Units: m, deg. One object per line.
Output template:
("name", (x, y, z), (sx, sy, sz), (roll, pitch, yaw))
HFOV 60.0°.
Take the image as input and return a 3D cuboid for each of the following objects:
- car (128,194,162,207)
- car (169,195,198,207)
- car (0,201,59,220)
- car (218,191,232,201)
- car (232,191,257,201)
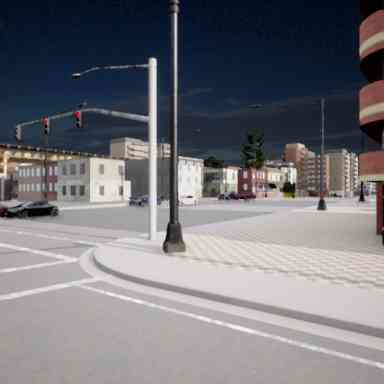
("car", (-5.976, 0.992, 42.504), (2.097, 1.767, 4.553), (0, 1, 37))
("car", (-0.975, 1.102, 43.369), (1.812, 1.442, 4.674), (0, 1, 37))
("car", (-13.047, 1.451, 27.110), (1.994, 1.385, 4.181), (0, 1, 37))
("car", (6.468, 0.630, 59.115), (2.097, 1.767, 4.553), (0, 1, 37))
("car", (9.244, 0.790, 56.983), (1.895, 1.301, 4.718), (0, 1, 37))
